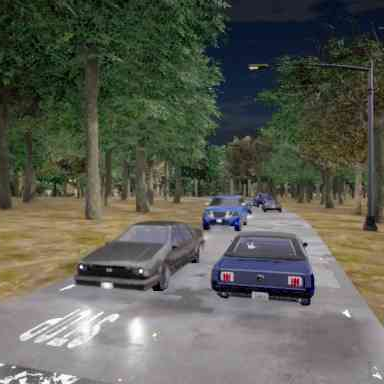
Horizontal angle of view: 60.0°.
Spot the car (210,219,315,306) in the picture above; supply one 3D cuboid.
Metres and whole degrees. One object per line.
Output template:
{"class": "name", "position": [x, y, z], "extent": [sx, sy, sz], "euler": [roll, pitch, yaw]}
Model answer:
{"class": "car", "position": [1.858, 1.603, 8.168], "extent": [1.895, 1.301, 4.718], "euler": [0, 0, 16]}

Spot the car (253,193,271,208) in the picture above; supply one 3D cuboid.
{"class": "car", "position": [10.123, 1.143, 47.725], "extent": [2.150, 2.045, 5.566], "euler": [0, 0, 3]}

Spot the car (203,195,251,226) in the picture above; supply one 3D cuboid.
{"class": "car", "position": [2.189, 1.231, 20.787], "extent": [2.150, 2.045, 5.566], "euler": [0, 0, 15]}

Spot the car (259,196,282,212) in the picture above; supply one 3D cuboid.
{"class": "car", "position": [9.019, 1.536, 37.776], "extent": [1.994, 1.385, 4.181], "euler": [0, 0, 8]}

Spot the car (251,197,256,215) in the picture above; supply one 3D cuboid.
{"class": "car", "position": [5.228, 1.534, 33.939], "extent": [2.033, 1.411, 5.357], "euler": [0, 0, 10]}

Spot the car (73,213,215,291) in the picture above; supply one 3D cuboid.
{"class": "car", "position": [-1.015, 1.552, 9.440], "extent": [2.033, 1.411, 5.357], "euler": [0, 0, 16]}
